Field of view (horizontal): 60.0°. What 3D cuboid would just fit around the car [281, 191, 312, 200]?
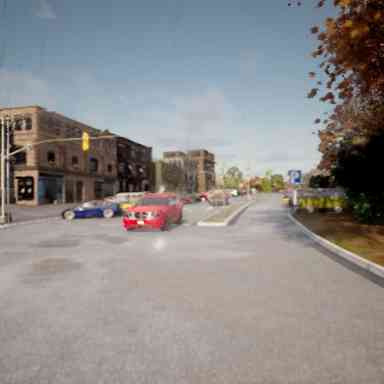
[{"bbox_3d":[18.726,0.556,59.635,4.792,1.488,2.163,-1,0,-4],"label":"car"}]

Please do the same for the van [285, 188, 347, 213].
[{"bbox_3d":[10.582,0.690,28.037,4.442,1.987,1.878,-1,1,-7],"label":"van"}]

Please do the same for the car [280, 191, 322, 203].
[{"bbox_3d":[15.732,0.668,48.227,5.366,1.575,1.946,-1,0,-5],"label":"car"}]

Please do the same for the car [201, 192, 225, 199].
[{"bbox_3d":[4.768,0.812,77.142,5.366,1.575,1.946,-2,0,-3],"label":"car"}]

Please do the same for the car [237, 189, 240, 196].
[{"bbox_3d":[9.478,0.362,91.492,5.566,2.045,2.435,-2,0,-2],"label":"car"}]

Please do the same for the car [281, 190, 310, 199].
[{"bbox_3d":[20.358,0.451,65.315,5.008,1.535,2.097,-1,0,-3],"label":"car"}]

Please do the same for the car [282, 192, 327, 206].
[{"bbox_3d":[13.367,0.820,39.597,4.674,1.452,2.002,-1,0,-6],"label":"car"}]

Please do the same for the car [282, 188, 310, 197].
[{"bbox_3d":[23.900,0.043,76.658,5.566,2.045,2.435,-1,0,-2],"label":"car"}]

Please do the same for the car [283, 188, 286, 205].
[{"bbox_3d":[11.306,0.756,30.943,4.553,1.767,2.185,-1,0,-7],"label":"car"}]

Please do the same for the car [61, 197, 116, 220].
[{"bbox_3d":[-8.308,1.438,27.613,4.792,1.488,2.163,-2,0,-8],"label":"car"}]

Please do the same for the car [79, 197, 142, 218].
[{"bbox_3d":[-7.325,1.356,30.511,5.366,1.575,1.946,-2,0,-8],"label":"car"}]

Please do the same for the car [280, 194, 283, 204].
[{"bbox_3d":[12.184,0.842,33.856,5.366,1.575,1.946,-1,0,-7],"label":"car"}]

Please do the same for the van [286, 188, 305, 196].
[{"bbox_3d":[27.370,-0.087,87.986,4.442,1.987,1.878,-1,1,-2],"label":"van"}]

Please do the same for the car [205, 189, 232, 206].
[{"bbox_3d":[3.519,0.871,43.535,2.097,1.767,4.553,-1,0,14],"label":"car"}]

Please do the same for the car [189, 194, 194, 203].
[{"bbox_3d":[-2.591,1.176,51.044,4.674,1.452,2.002,-2,0,-6],"label":"car"}]

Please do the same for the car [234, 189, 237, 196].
[{"bbox_3d":[8.597,0.651,88.637,5.008,1.535,2.097,-2,0,-2],"label":"car"}]

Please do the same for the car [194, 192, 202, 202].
[{"bbox_3d":[-1.806,0.849,53.977,5.566,2.045,2.435,-2,0,-5],"label":"car"}]

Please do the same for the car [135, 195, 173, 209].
[{"bbox_3d":[-4.800,1.277,42.257,4.674,1.452,2.002,-2,0,-7],"label":"car"}]

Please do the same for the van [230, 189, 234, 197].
[{"bbox_3d":[7.791,0.460,85.780,4.442,1.987,1.878,-2,0,-2],"label":"van"}]

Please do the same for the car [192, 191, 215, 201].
[{"bbox_3d":[2.318,0.795,68.496,4.553,1.767,2.185,-2,0,-4],"label":"car"}]

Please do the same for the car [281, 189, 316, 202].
[{"bbox_3d":[16.337,0.512,51.066,4.553,1.767,2.185,-1,1,-5],"label":"car"}]

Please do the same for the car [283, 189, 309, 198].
[{"bbox_3d":[21.193,0.287,68.149,4.553,1.767,2.185,-1,0,-3],"label":"car"}]

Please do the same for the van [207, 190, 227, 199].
[{"bbox_3d":[5.966,0.538,80.039,4.442,1.987,1.878,-2,0,-3],"label":"van"}]

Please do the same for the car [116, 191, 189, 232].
[{"bbox_3d":[-1.978,1.112,18.849,2.150,2.045,5.566,-1,0,11],"label":"car"}]

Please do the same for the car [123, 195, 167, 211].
[{"bbox_3d":[-5.515,1.272,39.324,4.892,1.521,2.231,-2,0,-7],"label":"car"}]

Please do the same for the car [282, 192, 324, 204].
[{"bbox_3d":[14.074,0.785,42.472,4.674,1.452,2.002,-1,0,-6],"label":"car"}]

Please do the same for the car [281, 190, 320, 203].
[{"bbox_3d":[14.770,0.584,45.339,4.553,1.767,2.185,-1,0,-5],"label":"car"}]

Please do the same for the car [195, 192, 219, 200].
[{"bbox_3d":[3.184,0.884,71.390,4.892,1.521,2.231,-2,0,-3],"label":"car"}]

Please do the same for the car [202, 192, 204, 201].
[{"bbox_3d":[-1.039,1.066,56.889,5.008,1.535,2.097,-2,0,-5],"label":"car"}]

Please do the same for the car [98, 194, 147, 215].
[{"bbox_3d":[-6.896,1.211,33.432,4.553,1.767,2.185,-2,0,-8],"label":"car"}]

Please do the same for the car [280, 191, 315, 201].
[{"bbox_3d":[17.079,0.601,53.929,5.008,1.535,2.097,-1,0,-4],"label":"car"}]

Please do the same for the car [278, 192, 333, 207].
[{"bbox_3d":[12.493,0.813,36.690,5.366,1.575,1.946,-1,1,-6],"label":"car"}]

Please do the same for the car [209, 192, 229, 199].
[{"bbox_3d":[6.741,0.760,82.898,4.792,1.488,2.163,-2,0,-2],"label":"car"}]

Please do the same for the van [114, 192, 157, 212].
[{"bbox_3d":[-6.088,1.073,36.397,4.442,1.987,1.878,-2,0,-7],"label":"van"}]

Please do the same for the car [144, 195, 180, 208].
[{"bbox_3d":[-4.087,1.244,45.196,4.674,1.452,2.002,-2,0,-6],"label":"car"}]
